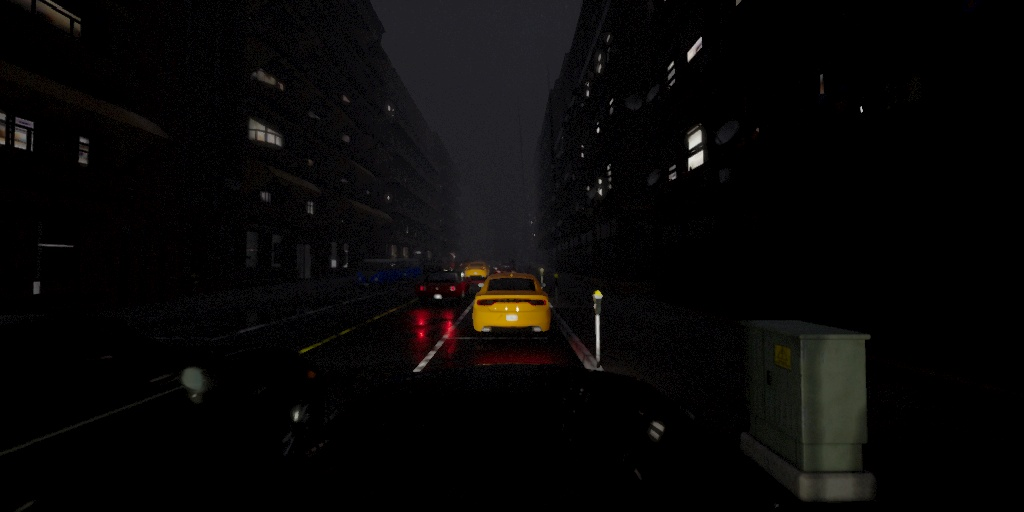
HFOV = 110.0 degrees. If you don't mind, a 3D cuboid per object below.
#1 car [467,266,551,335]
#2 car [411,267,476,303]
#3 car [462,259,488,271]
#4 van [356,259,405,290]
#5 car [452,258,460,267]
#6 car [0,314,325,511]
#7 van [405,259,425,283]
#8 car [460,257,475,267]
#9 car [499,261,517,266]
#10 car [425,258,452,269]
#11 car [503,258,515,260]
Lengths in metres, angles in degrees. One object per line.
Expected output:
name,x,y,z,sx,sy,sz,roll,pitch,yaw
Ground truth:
car,-0.006,1.232,10.503,1.882,1.535,5.008,0,0,0
car,-3.018,1.361,16.873,1.895,1.301,4.718,0,0,0
car,-3.015,1.262,32.221,1.882,1.535,5.008,0,0,0
van,-8.335,1.108,22.603,1.690,1.789,3.998,0,0,0
car,-8.335,1.128,44.724,2.192,1.841,5.009,0,0,0
car,-3.020,1.101,1.933,2.097,1.767,4.553,0,0,0
van,-8.335,1.118,28.134,1.690,1.789,3.998,0,0,0
car,-5.773,1.172,48.437,2.097,1.767,4.553,0,0,0
car,-0.452,1.322,28.072,1.888,1.381,4.507,0,0,0
car,-8.335,1.115,39.194,2.192,1.841,5.009,0,0,0
car,-0.445,1.240,39.134,1.967,1.591,4.097,0,0,0
